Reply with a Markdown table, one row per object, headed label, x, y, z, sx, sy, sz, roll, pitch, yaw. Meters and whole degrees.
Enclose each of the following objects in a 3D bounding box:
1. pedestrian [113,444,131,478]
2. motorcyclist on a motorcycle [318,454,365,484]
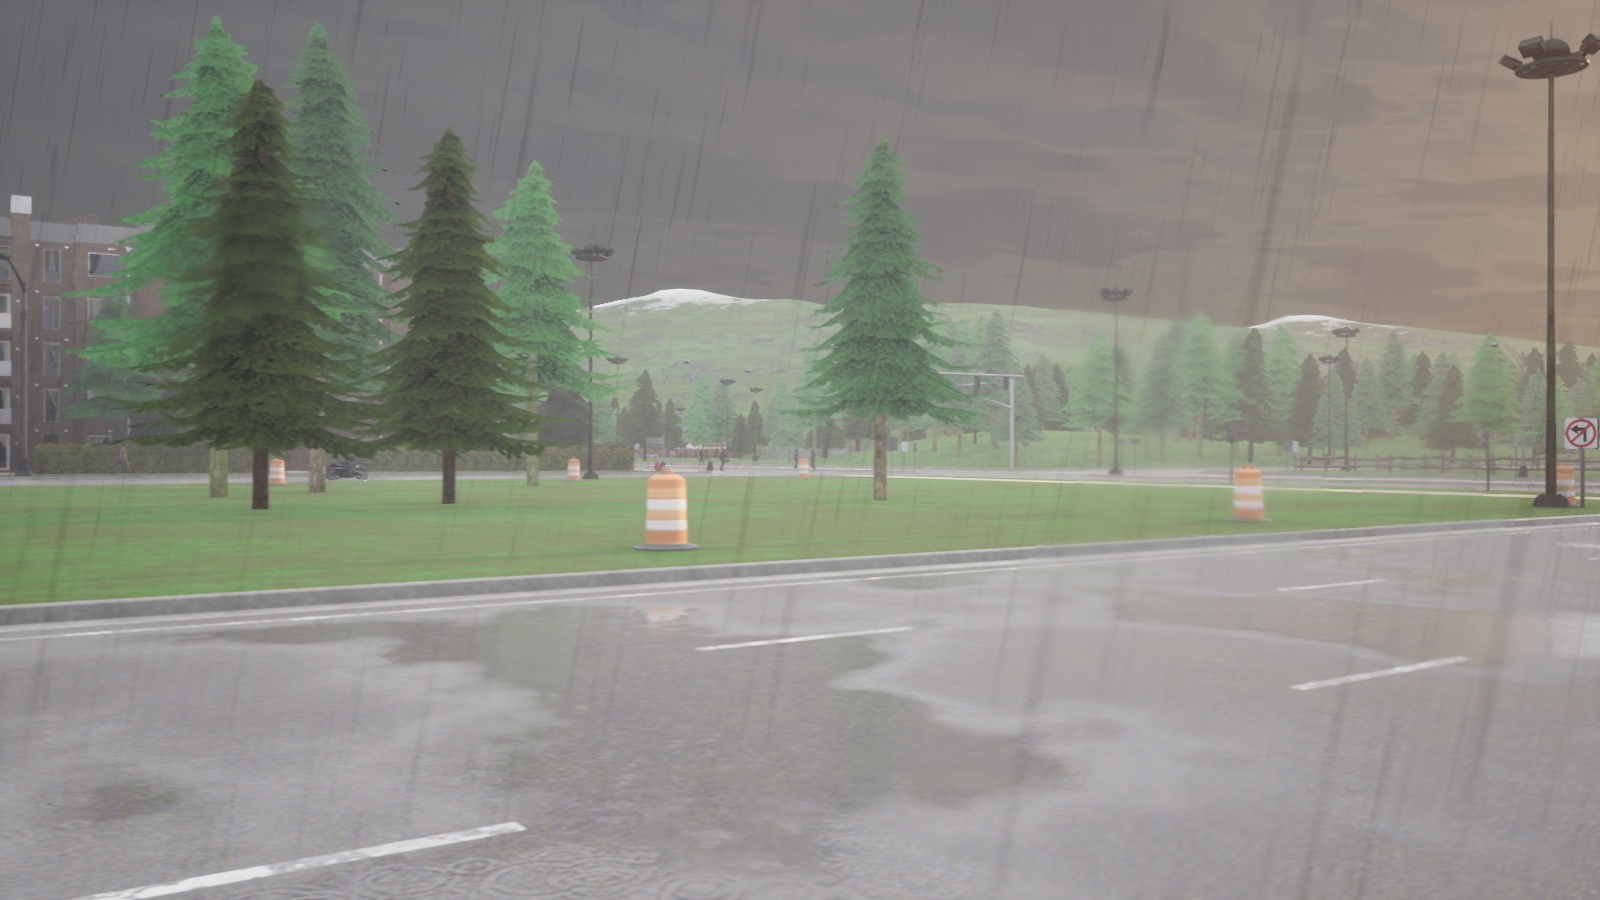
| label | x | y | z | sx | sy | sz | roll | pitch | yaw |
| --- | --- | --- | --- | --- | --- | --- | --- | --- | --- |
| pedestrian | -39.665 | 0.638 | 73.443 | 0.873 | 1.952 | 0.659 | 0 | 0 | -33 |
| motorcyclist on a motorcycle | -24.112 | 0.992 | 66.010 | 2.191 | 1.530 | 0.866 | 0 | 0 | -35 |
